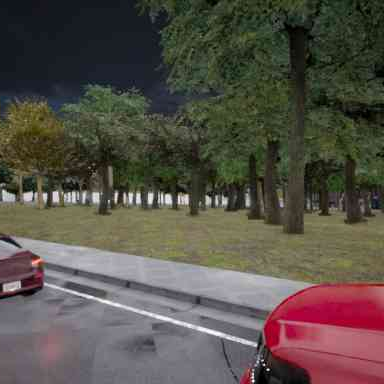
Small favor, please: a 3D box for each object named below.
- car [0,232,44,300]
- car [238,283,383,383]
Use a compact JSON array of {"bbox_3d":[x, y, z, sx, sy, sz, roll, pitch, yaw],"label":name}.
[{"bbox_3d":[-5.086,1.524,7.300,4.674,1.442,1.812,0,0,36],"label":"car"},{"bbox_3d":[2.953,1.222,1.579,5.566,2.045,2.150,0,0,35],"label":"car"}]
